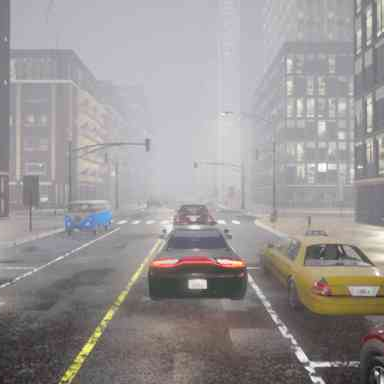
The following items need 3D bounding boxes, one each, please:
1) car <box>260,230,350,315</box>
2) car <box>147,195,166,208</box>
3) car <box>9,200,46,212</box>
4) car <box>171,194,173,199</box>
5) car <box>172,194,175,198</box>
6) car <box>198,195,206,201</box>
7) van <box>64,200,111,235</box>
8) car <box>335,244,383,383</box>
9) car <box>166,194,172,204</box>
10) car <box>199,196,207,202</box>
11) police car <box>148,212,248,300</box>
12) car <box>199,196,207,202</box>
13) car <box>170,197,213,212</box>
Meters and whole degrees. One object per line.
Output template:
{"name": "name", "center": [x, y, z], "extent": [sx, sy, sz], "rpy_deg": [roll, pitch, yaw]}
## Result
{"name": "car", "center": [2.706, 1.527, 7.554], "extent": [1.752, 1.417, 4.829], "rpy_deg": [1, 0, 0]}
{"name": "car", "center": [-5.692, 1.397, 50.834], "extent": [2.192, 1.841, 5.009], "rpy_deg": [0, 0, 0]}
{"name": "car", "center": [-19.061, 1.530, 37.834], "extent": [4.507, 1.381, 1.887], "rpy_deg": [0, -1, 0]}
{"name": "car", "center": [-5.699, 1.745, 73.484], "extent": [1.802, 1.307, 4.206], "rpy_deg": [0, 0, 0]}
{"name": "car", "center": [-5.699, 1.630, 79.147], "extent": [1.967, 1.590, 4.097], "rpy_deg": [0, 0, 0]}
{"name": "car", "center": [2.678, 1.685, 90.475], "extent": [1.967, 1.590, 4.097], "rpy_deg": [0, 0, 0]}
{"name": "van", "center": [-5.663, 1.354, 18.428], "extent": [1.690, 1.788, 3.998], "rpy_deg": [1, 0, 0]}
{"name": "car", "center": [2.706, 1.440, 1.860], "extent": [1.967, 1.590, 4.097], "rpy_deg": [1, 0, 0]}
{"name": "car", "center": [-5.698, 1.705, 67.821], "extent": [1.947, 1.339, 4.313], "rpy_deg": [0, 0, 0]}
{"name": "car", "center": [2.679, 1.783, 84.812], "extent": [1.947, 1.339, 4.313], "rpy_deg": [0, 0, 0]}
{"name": "police car", "center": [0.100, 1.507, 8.482], "extent": [2.038, 1.542, 4.974], "rpy_deg": [0, 0, 0]}
{"name": "car", "center": [2.680, 1.716, 79.318], "extent": [1.752, 1.417, 4.829], "rpy_deg": [0, 0, 0]}
{"name": "car", "center": [0.082, 1.365, 18.592], "extent": [2.097, 1.767, 4.553], "rpy_deg": [0, 0, 0]}
